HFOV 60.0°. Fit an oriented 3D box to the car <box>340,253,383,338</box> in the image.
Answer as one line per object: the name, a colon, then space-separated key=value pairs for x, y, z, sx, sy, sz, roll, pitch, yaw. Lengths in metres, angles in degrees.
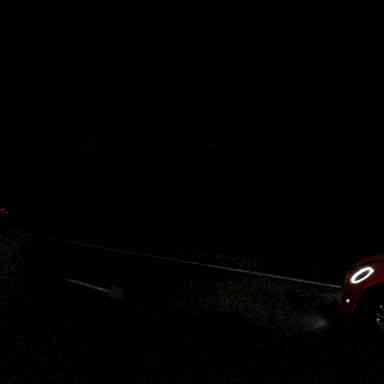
car: x=4.729 y=1.362 z=4.933 sx=4.553 sy=1.767 sz=2.097 roll=0 pitch=0 yaw=36

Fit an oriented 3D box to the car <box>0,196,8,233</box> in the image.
car: x=-11.634 y=1.086 z=17.247 sx=5.566 sy=2.045 sz=2.150 roll=1 pitch=0 yaw=38
